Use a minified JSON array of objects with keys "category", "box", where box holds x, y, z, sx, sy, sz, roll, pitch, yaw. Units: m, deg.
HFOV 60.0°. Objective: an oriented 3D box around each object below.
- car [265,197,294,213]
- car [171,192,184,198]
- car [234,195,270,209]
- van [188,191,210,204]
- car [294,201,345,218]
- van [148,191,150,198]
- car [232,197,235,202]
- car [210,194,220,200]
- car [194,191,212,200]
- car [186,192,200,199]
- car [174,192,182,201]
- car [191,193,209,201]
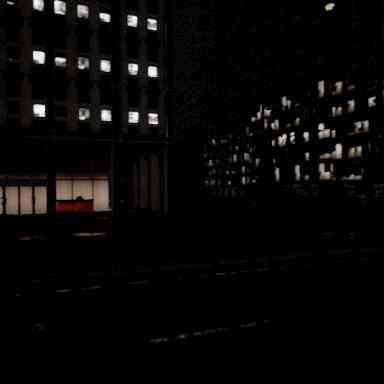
[{"category":"car","box":[9.368,1.466,34.819,1.802,1.307,4.206,0,1,-22]},{"category":"car","box":[-3.971,0.766,90.712,2.008,1.369,4.403,0,1,-22]},{"category":"car","box":[7.300,1.394,40.113,1.947,1.339,4.313,0,1,-22]},{"category":"van","box":[0.986,1.001,55.947,1.690,1.788,3.998,0,1,-22]},{"category":"car","box":[11.473,1.505,29.538,1.947,1.339,4.313,0,1,-22]},{"category":"van","box":[-9.623,0.713,82.310,1.690,1.788,3.998,0,1,-22]},{"category":"car","box":[8.760,1.143,59.076,1.802,1.307,4.206,0,1,-22]},{"category":"car","box":[4.516,1.028,69.622,1.802,1.307,4.206,0,1,-22]},{"category":"car","box":[2.395,0.704,74.892,2.192,1.841,5.009,0,1,-22]},{"category":"car","box":[0.272,0.771,80.166,1.967,1.590,4.097,0,1,-22]},{"category":"car","box":[-3.259,1.096,66.494,2.008,1.369,4.403,0,1,-22]},{"category":"car","box":[1.645,0.942,69.799,1.882,1.535,5.008,-1,1,-22]}]
